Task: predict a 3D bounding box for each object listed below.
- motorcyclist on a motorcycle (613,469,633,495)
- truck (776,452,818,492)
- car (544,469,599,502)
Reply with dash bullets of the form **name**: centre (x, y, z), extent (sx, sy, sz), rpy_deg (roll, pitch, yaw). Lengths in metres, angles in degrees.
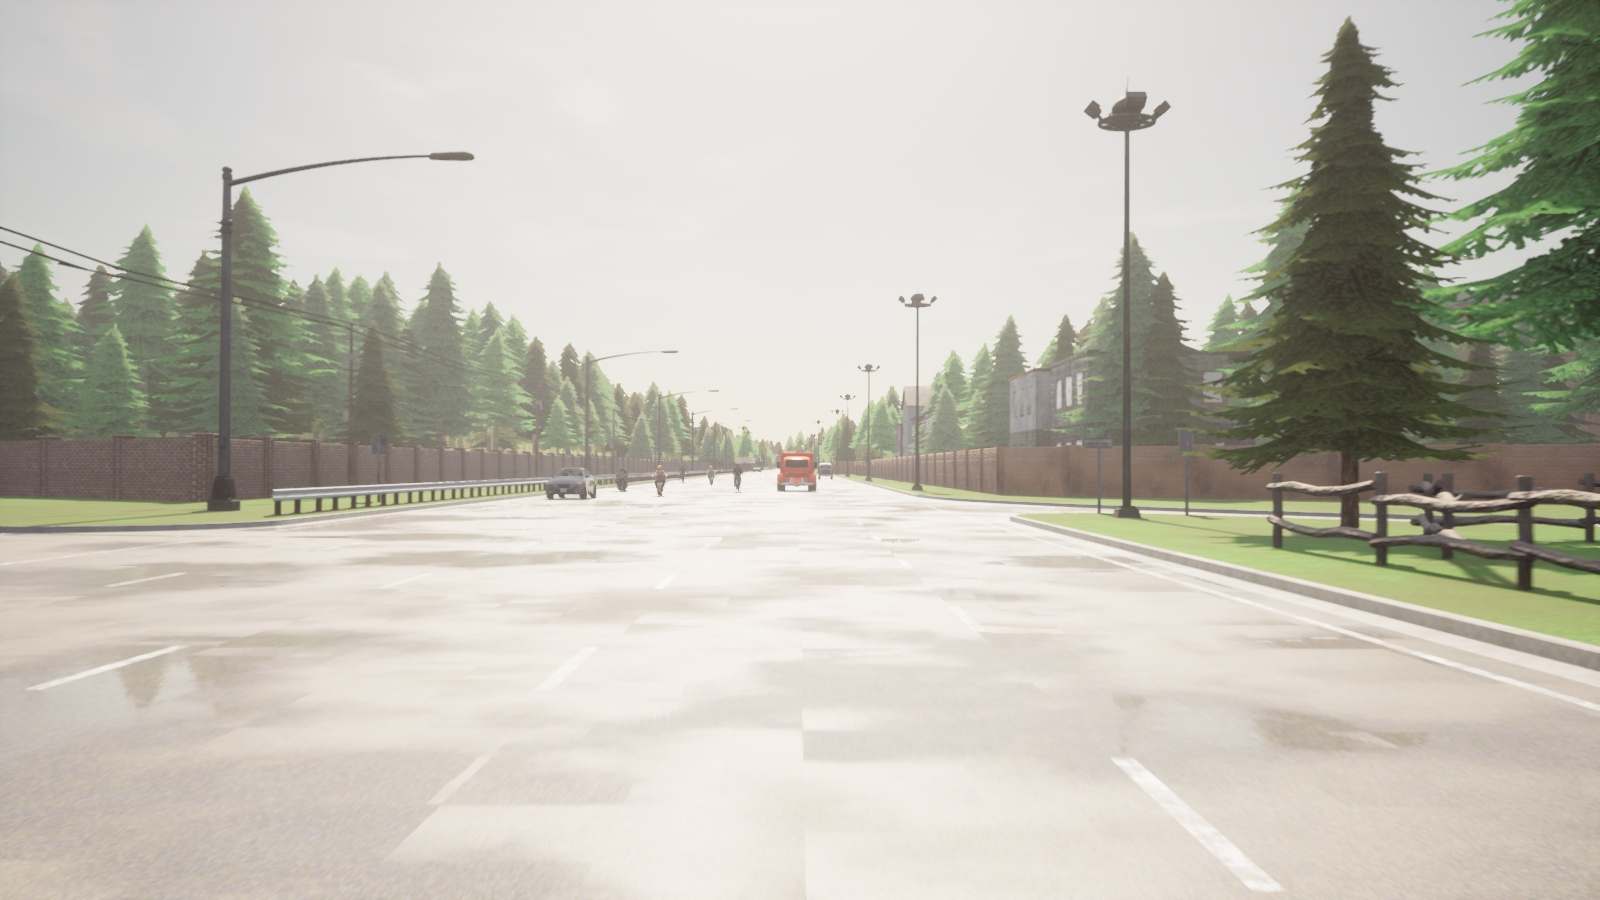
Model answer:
- **motorcyclist on a motorcycle**: centre (-10.680, 1.899, 75.744), extent (0.866, 1.530, 2.191), rpy_deg (0, -1, 0)
- **truck**: centre (-0.193, 1.398, 80.444), extent (2.627, 2.467, 5.204), rpy_deg (0, -1, 0)
- **car**: centre (-10.639, 1.650, 58.735), extent (1.816, 1.474, 4.193), rpy_deg (0, -1, 0)
